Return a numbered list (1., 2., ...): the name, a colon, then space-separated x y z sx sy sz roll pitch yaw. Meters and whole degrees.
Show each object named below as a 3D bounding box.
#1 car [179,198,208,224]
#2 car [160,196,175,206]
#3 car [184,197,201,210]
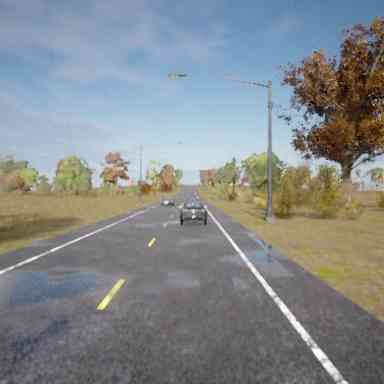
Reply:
1. car: 0.104 1.393 23.849 2.128 1.511 4.902 0 0 0
2. car: -3.509 1.287 48.498 2.128 1.511 4.902 0 0 0
3. car: 0.105 1.390 41.665 1.994 1.385 4.181 0 0 0
